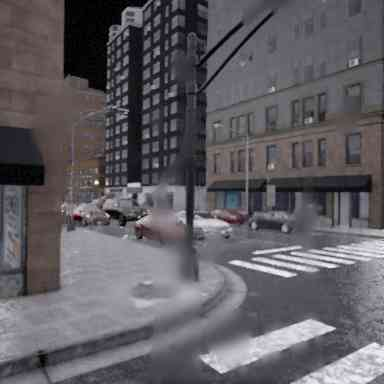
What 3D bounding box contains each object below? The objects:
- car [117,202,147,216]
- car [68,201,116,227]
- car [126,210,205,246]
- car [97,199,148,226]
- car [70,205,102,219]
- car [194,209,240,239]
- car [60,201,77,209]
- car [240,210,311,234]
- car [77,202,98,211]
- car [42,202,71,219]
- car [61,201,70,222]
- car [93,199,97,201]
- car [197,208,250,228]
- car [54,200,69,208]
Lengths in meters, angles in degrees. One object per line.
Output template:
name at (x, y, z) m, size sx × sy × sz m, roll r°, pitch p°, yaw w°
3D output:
car at (-7.179, 1.974, 39.566) m, size 1.967 × 1.590 × 4.097 m, roll 0°, pitch -1°, yaw -35°
car at (-7.793, 1.745, 25.599) m, size 1.967 × 1.590 × 4.097 m, roll 0°, pitch -1°, yaw -35°
car at (-1.440, 1.776, 16.544) m, size 1.802 × 1.307 × 4.206 m, roll 0°, pitch -1°, yaw -35°
car at (-5.416, 1.557, 26.705) m, size 2.150 × 2.045 × 5.566 m, roll 1°, pitch -1°, yaw -35°
car at (-11.173, 2.038, 34.921) m, size 1.895 × 1.301 × 4.718 m, roll 1°, pitch -1°, yaw -35°
car at (0.274, 1.763, 18.574) m, size 1.812 × 1.442 × 4.674 m, roll 1°, pitch -1°, yaw -34°
car at (-23.056, 2.383, 62.195) m, size 1.947 × 1.339 × 4.313 m, roll 0°, pitch -1°, yaw -35°
car at (5.524, 1.864, 21.461) m, size 2.008 × 1.369 × 4.403 m, roll 0°, pitch -1°, yaw -35°
car at (-16.705, 2.270, 53.142) m, size 1.947 × 1.339 × 4.313 m, roll 0°, pitch -1°, yaw -35°
car at (-14.146, 1.856, 34.653) m, size 1.967 × 1.590 × 4.097 m, roll 0°, pitch -1°, yaw -35°
car at (-10.969, 1.800, 30.127) m, size 1.967 × 1.590 × 4.097 m, roll 0°, pitch -1°, yaw -35°
car at (-13.530, 1.962, 48.619) m, size 2.192 × 1.841 × 5.009 m, roll 0°, pitch -1°, yaw -35°
car at (2.348, 1.950, 25.986) m, size 1.802 × 1.307 × 4.206 m, roll 0°, pitch -1°, yaw -35°
car at (-26.330, 2.401, 66.860) m, size 1.752 × 1.417 × 4.829 m, roll 0°, pitch -1°, yaw -35°
